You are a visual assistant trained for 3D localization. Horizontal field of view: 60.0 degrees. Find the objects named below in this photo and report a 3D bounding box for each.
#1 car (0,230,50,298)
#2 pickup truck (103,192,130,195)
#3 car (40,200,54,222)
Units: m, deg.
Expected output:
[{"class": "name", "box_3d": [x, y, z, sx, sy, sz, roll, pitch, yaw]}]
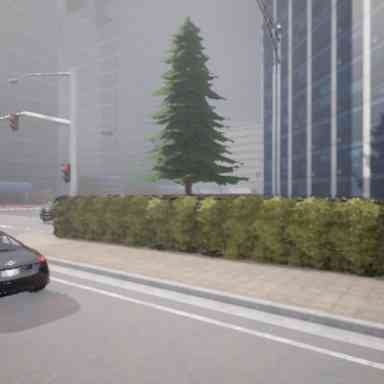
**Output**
[{"class": "car", "box_3d": [-5.160, 1.552, 7.659, 4.181, 1.385, 1.994, 0, 0, 36]}, {"class": "pickup truck", "box_3d": [-13.341, 1.001, 60.217, 6.274, 2.098, 2.390, 0, 0, -24]}, {"class": "car", "box_3d": [-8.992, 1.324, 25.218, 2.097, 1.767, 4.553, 0, 0, 34]}]
